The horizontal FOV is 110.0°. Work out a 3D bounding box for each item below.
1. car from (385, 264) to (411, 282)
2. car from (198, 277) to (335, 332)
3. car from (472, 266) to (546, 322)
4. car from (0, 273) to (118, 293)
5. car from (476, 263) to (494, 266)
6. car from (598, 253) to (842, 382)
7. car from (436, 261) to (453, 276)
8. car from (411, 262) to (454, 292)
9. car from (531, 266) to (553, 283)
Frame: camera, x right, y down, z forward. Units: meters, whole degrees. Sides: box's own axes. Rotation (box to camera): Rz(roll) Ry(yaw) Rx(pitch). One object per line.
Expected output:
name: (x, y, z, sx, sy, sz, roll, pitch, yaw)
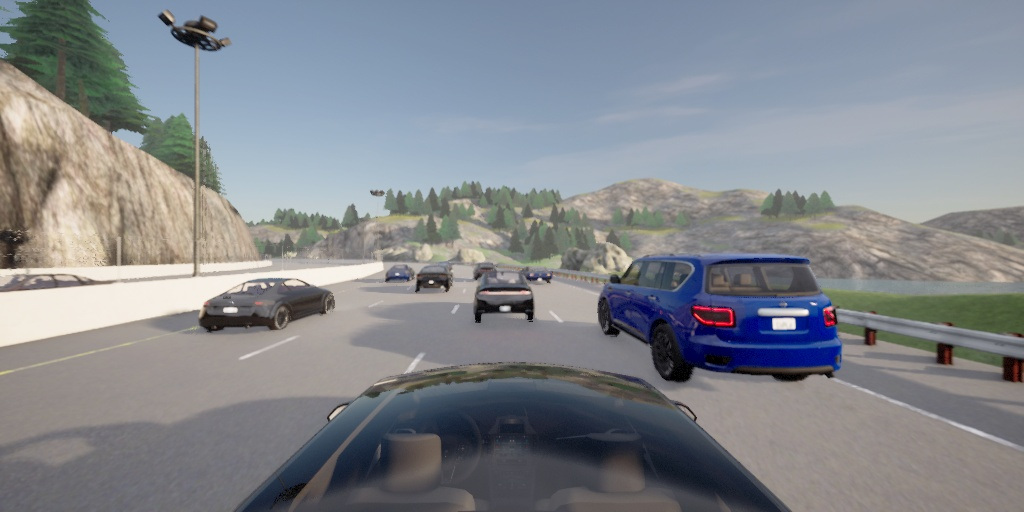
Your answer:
car: (-9.287, 1.387, 30.078, 1.994, 1.385, 4.181, 0, 0, -9)
car: (-7.255, 1.349, 11.122, 1.994, 1.385, 4.181, 0, 0, -3)
car: (-0.323, 1.261, 12.433, 2.128, 1.511, 4.902, 0, 0, -3)
car: (-17.986, 1.363, 13.402, 2.033, 1.411, 5.357, 0, 0, -3)
car: (-2.374, 1.312, 31.203, 1.837, 1.490, 4.892, 0, 0, -9)
car: (3.433, 0.973, 7.309, 2.150, 2.045, 5.566, 0, 0, -2)
car: (-7.600, 1.362, 40.201, 1.812, 1.442, 4.674, 0, 0, -12)
car: (-4.642, 1.275, 21.956, 1.882, 1.535, 5.008, 0, 0, -6)
car: (1.697, 1.392, 27.744, 1.895, 1.301, 4.718, 0, 0, -8)
